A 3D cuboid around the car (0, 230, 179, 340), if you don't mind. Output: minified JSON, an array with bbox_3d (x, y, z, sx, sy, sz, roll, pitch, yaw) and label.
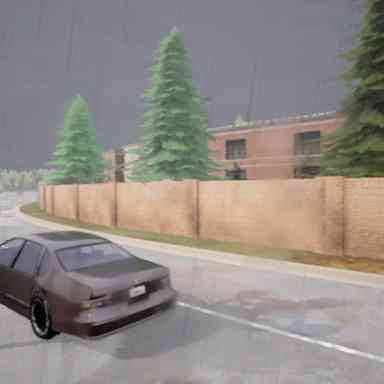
[{"bbox_3d":[-2.708,1.487,6.488,5.357,1.411,2.033,0,1,40],"label":"car"}]
